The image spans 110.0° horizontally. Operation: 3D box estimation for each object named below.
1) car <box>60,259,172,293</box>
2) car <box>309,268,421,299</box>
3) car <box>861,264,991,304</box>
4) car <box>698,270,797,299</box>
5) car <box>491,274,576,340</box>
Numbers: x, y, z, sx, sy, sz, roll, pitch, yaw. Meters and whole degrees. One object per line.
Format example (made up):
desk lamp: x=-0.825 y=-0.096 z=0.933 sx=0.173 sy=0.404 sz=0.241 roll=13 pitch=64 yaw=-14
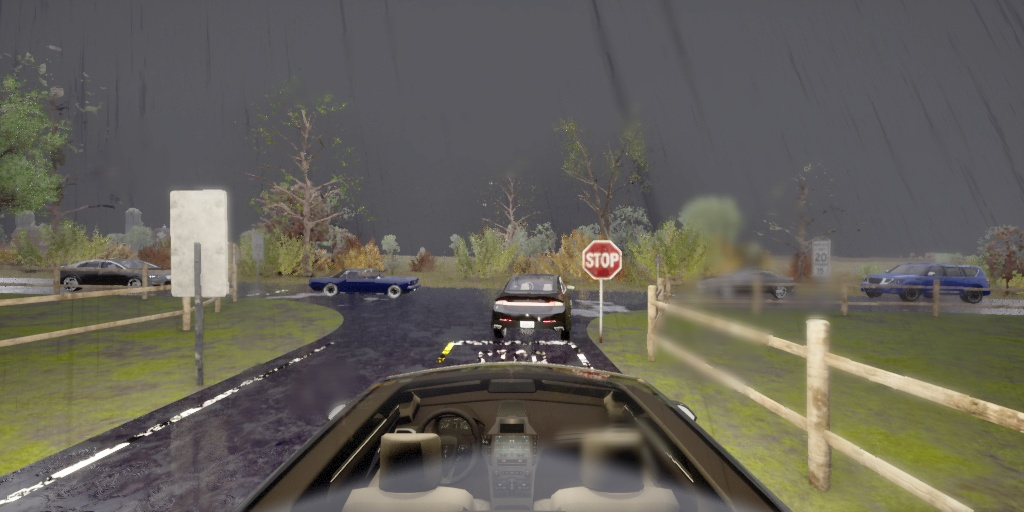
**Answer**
car: x=-18.490 y=0.885 z=17.054 sx=4.902 sy=1.511 sz=2.128 roll=1 pitch=1 yaw=0
car: x=-6.822 y=1.248 z=17.037 sx=4.718 sy=1.301 sz=1.895 roll=1 pitch=1 yaw=0
car: x=22.900 y=1.466 z=19.954 sx=5.566 sy=2.045 sz=2.150 roll=1 pitch=1 yaw=0
car: x=13.004 y=1.525 z=19.965 sx=4.902 sy=1.511 sz=2.128 roll=1 pitch=1 yaw=0
car: x=0.707 y=1.240 z=10.006 sx=2.128 sy=1.511 sz=4.902 roll=0 pitch=0 yaw=9
